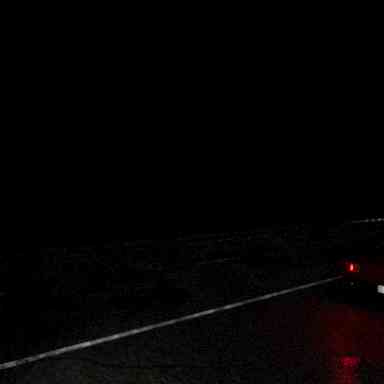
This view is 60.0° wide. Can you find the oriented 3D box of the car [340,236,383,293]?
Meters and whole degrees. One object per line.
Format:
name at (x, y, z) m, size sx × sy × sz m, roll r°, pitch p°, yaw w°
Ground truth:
car at (5.562, 1.613, 7.711) m, size 4.718 × 1.301 × 1.895 m, roll 0°, pitch 0°, yaw -35°
